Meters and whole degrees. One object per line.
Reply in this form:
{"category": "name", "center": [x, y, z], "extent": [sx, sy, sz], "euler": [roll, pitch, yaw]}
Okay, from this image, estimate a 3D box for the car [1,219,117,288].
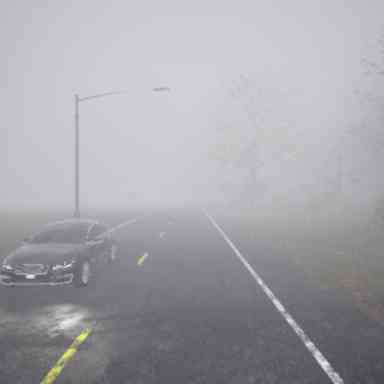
{"category": "car", "center": [-3.495, 1.606, 9.634], "extent": [1.837, 1.490, 4.892], "euler": [0, -1, 0]}
